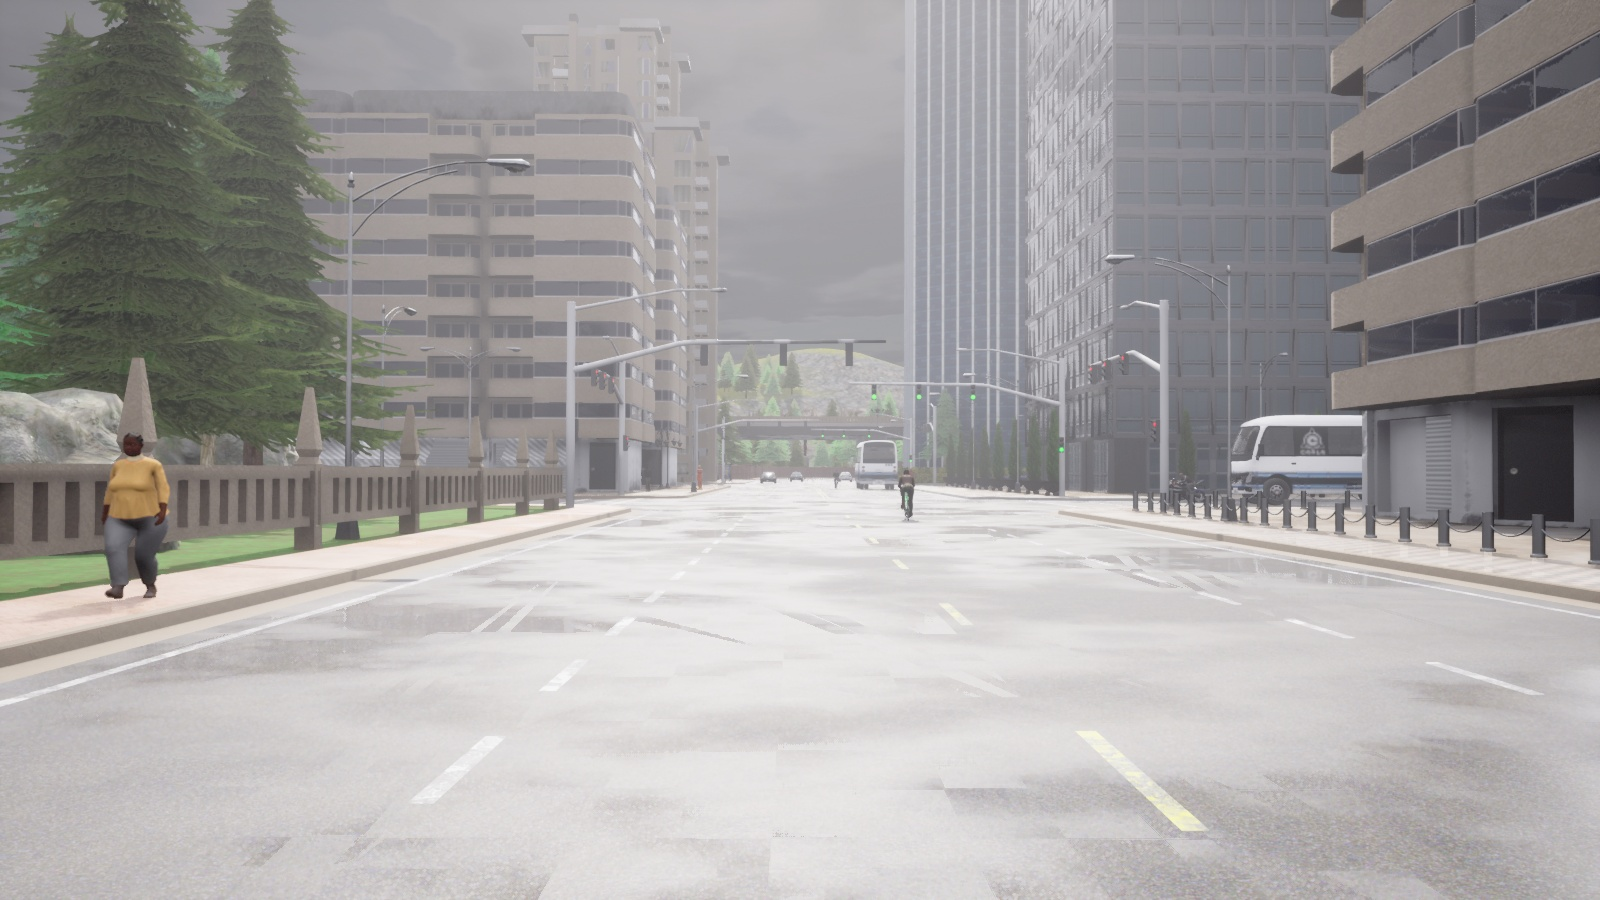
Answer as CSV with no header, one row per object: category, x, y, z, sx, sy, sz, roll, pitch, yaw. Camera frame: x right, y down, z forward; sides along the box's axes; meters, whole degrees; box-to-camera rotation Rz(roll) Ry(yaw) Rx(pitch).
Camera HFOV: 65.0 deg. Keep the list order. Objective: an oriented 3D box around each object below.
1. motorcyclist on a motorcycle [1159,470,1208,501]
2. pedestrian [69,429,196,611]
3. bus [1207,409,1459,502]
motorcyclist on a motorcycle,19.262,1.773,63.053,2.191,1.530,0.866,0,-1,0
pedestrian,-7.056,0.724,13.316,0.874,1.855,0.900,0,-1,-2
bus,25.076,0.280,59.561,10.273,4.253,3.944,0,-1,0
